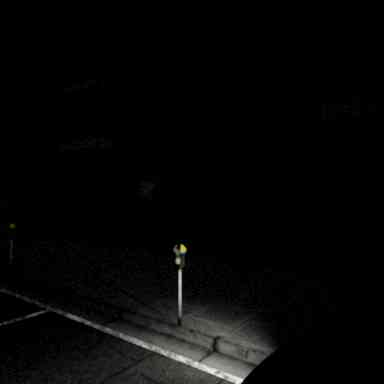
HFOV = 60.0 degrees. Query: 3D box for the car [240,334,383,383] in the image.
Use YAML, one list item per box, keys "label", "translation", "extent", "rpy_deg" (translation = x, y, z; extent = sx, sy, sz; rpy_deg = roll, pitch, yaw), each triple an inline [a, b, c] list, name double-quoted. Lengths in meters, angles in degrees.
- label: "car"
  translation: [2.467, 1.507, 1.452]
  extent: [4.892, 1.490, 1.837]
  rpy_deg: [0, 0, 37]
